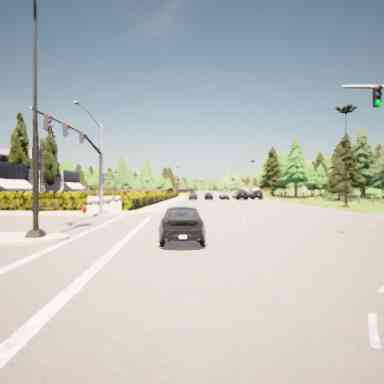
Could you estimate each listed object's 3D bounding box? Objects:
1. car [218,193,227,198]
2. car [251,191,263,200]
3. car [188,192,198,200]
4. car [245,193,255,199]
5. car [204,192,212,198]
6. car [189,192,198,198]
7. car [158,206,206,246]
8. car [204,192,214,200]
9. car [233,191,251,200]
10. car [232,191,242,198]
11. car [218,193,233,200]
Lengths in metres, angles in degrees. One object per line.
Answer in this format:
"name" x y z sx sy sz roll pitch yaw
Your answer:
"car" 7.494 0.859 81.908 1.895 1.301 4.718 0 0 2
"car" 14.255 0.707 73.651 2.150 2.045 5.566 0 0 2
"car" 0.216 1.022 72.501 2.128 1.511 4.902 0 0 2
"car" 14.532 0.916 83.112 1.837 1.490 4.892 0 0 2
"car" 3.994 0.745 81.980 1.882 1.535 5.008 0 0 2
"car" 0.496 0.810 82.082 2.033 1.411 5.357 0 0 2
"car" -0.455 1.403 14.772 1.837 1.490 4.892 0 0 -3
"car" 3.726 0.970 72.815 1.882 1.535 5.008 0 0 2
"car" 10.712 0.713 72.222 2.150 2.045 5.566 0 0 2
"car" 10.990 0.617 81.744 2.097 1.767 4.553 0 0 2
"car" 7.238 1.082 73.160 1.895 1.301 4.718 0 0 2
